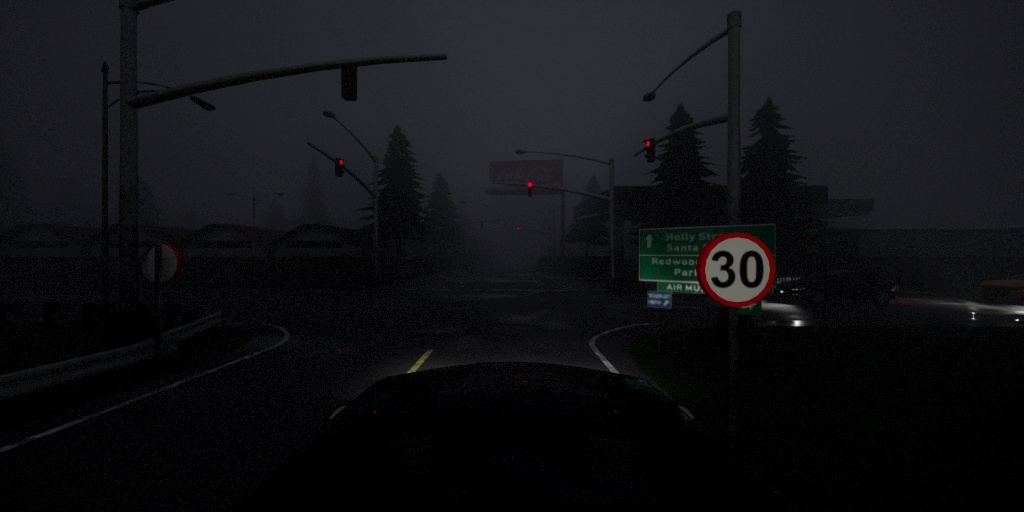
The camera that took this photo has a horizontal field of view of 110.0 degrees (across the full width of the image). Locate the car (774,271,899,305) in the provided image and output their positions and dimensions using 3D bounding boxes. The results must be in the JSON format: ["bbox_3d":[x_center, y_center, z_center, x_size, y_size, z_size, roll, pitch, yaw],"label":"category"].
[{"bbox_3d":[15.197,1.448,16.946,4.892,1.490,1.837,0,0,1],"label":"car"}]

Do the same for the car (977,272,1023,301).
[{"bbox_3d":[25.133,1.421,16.816,5.008,1.535,1.882,0,0,1],"label":"car"}]
